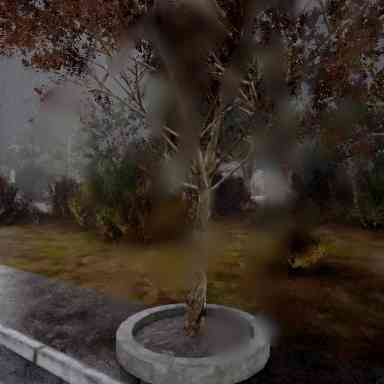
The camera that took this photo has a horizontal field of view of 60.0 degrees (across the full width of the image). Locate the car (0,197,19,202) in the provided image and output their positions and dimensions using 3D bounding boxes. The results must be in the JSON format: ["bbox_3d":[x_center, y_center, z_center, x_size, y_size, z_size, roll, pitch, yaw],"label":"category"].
[{"bbox_3d":[-23.662,1.219,42.282,2.033,1.411,5.357,1,0,32],"label":"car"}]
